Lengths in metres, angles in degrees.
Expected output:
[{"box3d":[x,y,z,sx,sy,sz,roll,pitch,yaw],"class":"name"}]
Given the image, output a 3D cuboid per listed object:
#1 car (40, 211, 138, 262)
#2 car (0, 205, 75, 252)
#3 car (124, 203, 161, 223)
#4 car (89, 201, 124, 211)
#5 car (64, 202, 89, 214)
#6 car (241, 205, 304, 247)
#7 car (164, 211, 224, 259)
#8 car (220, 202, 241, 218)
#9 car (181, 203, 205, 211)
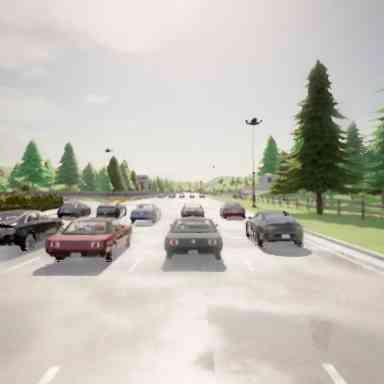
[{"box3d":[-3.441,1.600,12.149,1.895,1.301,4.718,0,0,1],"class":"car"},{"box3d":[-6.931,1.491,13.785,2.128,1.511,4.902,0,0,0],"class":"car"},{"box3d":[-3.454,1.547,25.355,2.033,1.411,5.357,0,0,1],"class":"car"},{"box3d":[-6.927,1.491,29.060,2.128,1.511,4.902,0,0,0],"class":"car"},{"box3d":[-10.423,1.563,29.718,1.994,1.385,4.181,0,0,0],"class":"car"},{"box3d":[3.574,1.525,14.953,1.812,1.442,4.674,0,0,0],"class":"car"},{"box3d":[0.062,1.600,12.622,1.895,1.301,4.718,0,0,0],"class":"car"},{"box3d":[3.577,1.562,29.710,1.994,1.385,4.181,0,0,0],"class":"car"},{"box3d":[0.066,1.600,27.622,1.895,1.301,4.718,0,0,0],"class":"car"}]
